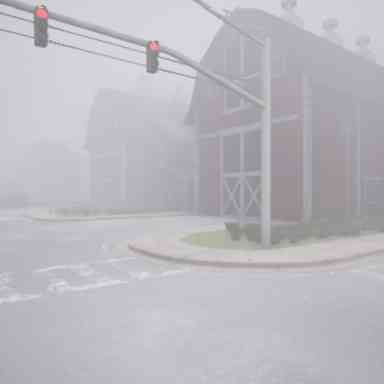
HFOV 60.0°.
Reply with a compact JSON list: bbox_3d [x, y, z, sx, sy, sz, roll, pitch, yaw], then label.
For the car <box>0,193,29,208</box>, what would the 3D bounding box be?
[{"bbox_3d":[-23.531,1.085,43.691,3.866,1.878,1.905,-2,5,11],"label":"car"}]
